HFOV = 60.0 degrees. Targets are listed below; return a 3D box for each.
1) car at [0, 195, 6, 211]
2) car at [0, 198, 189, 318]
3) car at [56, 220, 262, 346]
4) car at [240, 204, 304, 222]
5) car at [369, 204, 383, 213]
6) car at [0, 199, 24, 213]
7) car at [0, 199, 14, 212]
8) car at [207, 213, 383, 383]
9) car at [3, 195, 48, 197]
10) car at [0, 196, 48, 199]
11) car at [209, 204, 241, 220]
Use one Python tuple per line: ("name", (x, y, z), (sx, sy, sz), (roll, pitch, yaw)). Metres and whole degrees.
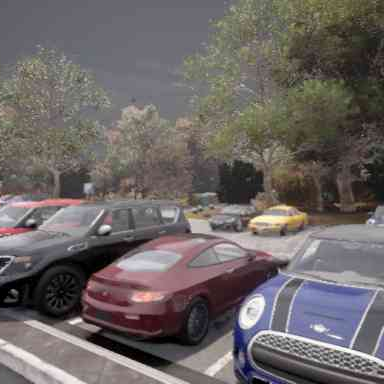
("car", (-26.736, 1.367, 41.569), (2.435, 2.045, 5.566), (0, 0, 35))
("car", (-2.196, 1.248, 8.066), (2.435, 2.045, 5.566), (0, 0, 35))
("car", (0.104, 1.532, 6.462), (2.002, 1.452, 4.674), (0, 0, 35))
("car", (4.970, 1.500, 18.828), (1.946, 1.575, 5.366), (0, 0, 35))
("car", (9.618, 1.362, 15.788), (2.185, 1.767, 4.553), (0, 0, 35))
("car", (-22.281, 1.635, 38.432), (2.002, 1.452, 4.674), (0, 0, 35))
("car", (-24.451, 1.606, 39.972), (2.097, 1.535, 5.008), (0, 0, 35))
("car", (2.408, 1.359, 4.865), (2.185, 1.767, 4.553), (0, 0, 35))
("car", (-17.758, 1.327, 35.184), (2.435, 2.045, 5.566), (0, 0, 35))
("car", (-4.480, 1.256, 9.691), (2.435, 2.045, 5.566), (0, 0, 35))
("car", (2.818, 1.511, 20.593), (2.231, 1.521, 4.892), (0, 0, 35))
